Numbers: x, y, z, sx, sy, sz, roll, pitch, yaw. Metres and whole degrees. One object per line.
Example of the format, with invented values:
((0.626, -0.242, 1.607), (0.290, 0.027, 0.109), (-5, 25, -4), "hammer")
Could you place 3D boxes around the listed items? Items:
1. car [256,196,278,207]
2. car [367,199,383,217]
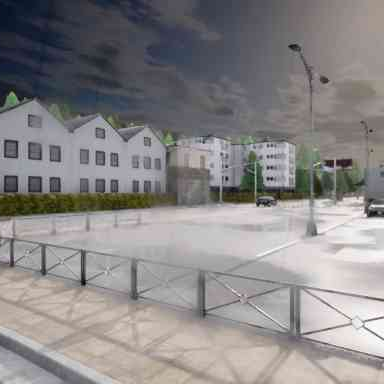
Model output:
((10.641, 1.313, 47.153), (1.837, 1.490, 4.892), (0, 0, 32), "car")
((15.390, 1.298, 26.833), (2.007, 1.523, 4.514), (0, 0, 35), "car")
